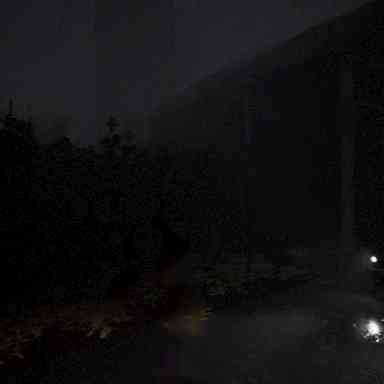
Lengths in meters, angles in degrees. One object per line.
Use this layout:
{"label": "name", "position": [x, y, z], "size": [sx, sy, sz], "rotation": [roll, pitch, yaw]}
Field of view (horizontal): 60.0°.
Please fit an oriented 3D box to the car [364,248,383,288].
{"label": "car", "position": [6.066, 1.498, 7.780], "size": [4.718, 1.301, 1.895], "rotation": [-1, 1, -35]}
